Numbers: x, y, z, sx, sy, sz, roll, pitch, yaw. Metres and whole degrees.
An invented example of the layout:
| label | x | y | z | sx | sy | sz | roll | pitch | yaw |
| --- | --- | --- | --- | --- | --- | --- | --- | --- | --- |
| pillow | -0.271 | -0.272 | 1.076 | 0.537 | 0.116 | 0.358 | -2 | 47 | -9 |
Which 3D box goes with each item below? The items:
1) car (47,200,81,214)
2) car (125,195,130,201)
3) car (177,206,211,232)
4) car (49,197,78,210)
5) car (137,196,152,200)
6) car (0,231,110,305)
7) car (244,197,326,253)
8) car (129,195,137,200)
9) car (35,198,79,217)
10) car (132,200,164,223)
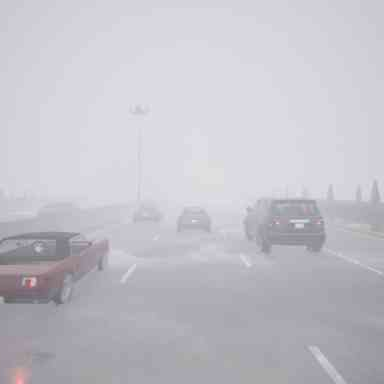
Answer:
| label | x | y | z | sx | sy | sz | roll | pitch | yaw |
| --- | --- | --- | --- | --- | --- | --- | --- | --- | --- |
| car | -13.756 | 1.568 | 35.934 | 1.994 | 1.385 | 4.181 | 0 | 0 | 2 |
| car | -15.768 | 1.429 | 84.873 | 1.812 | 1.442 | 4.674 | 0 | 0 | 2 |
| car | 0.130 | 1.567 | 20.362 | 1.994 | 1.385 | 4.181 | 0 | 0 | 0 |
| car | -17.005 | 1.482 | 44.308 | 1.882 | 1.535 | 5.008 | 0 | 0 | 2 |
| car | -9.265 | 1.506 | 67.440 | 1.837 | 1.490 | 4.892 | 0 | 0 | 2 |
| car | -3.403 | 1.602 | 8.030 | 1.895 | 1.301 | 4.718 | 0 | 0 | 0 |
| car | 3.597 | 1.223 | 13.825 | 2.150 | 2.045 | 5.566 | 0 | 0 | 0 |
| car | -12.493 | 1.587 | 76.972 | 1.895 | 1.301 | 4.718 | 0 | 0 | 2 |
| car | -10.489 | 1.508 | 26.170 | 1.837 | 1.490 | 4.892 | 0 | 0 | 1 |
| car | -3.297 | 1.567 | 25.657 | 1.994 | 1.385 | 4.181 | 0 | 0 | 1 |
